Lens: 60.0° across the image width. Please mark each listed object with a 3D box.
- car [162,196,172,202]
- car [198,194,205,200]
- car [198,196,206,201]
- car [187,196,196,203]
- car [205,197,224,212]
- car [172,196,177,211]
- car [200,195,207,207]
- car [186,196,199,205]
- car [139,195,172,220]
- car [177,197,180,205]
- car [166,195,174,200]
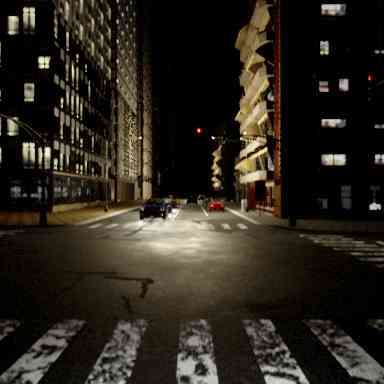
[{"bbox_3d":[-5.810,1.537,78.411,2.008,1.369,4.403,0,0,0],"label":"car"},{"bbox_3d":[2.552,1.431,89.721,1.967,1.590,4.097,0,0,0],"label":"car"},{"bbox_3d":[2.561,1.570,84.073,1.802,1.307,4.206,0,0,0],"label":"car"},{"bbox_3d":[-0.106,1.537,70.271,1.994,1.385,4.181,0,0,0],"label":"car"},{"bbox_3d":[2.685,1.566,37.264,1.802,1.307,4.206,0,0,0],"label":"car"},{"bbox_3d":[-3.152,1.476,37.221,2.128,1.511,4.902,0,0,0],"label":"car"},{"bbox_3d":[2.614,1.534,50.181,2.008,1.369,4.403,0,0,0],"label":"car"},{"bbox_3d":[0.010,1.547,60.229,1.994,1.385,4.181,0,0,0],"label":"car"},{"bbox_3d":[-3.138,1.338,28.173,2.097,1.767,4.553,0,0,0],"label":"car"},{"bbox_3d":[-3.146,1.584,46.478,1.895,1.301,4.718,0,0,0],"label":"car"},{"bbox_3d":[-5.828,1.536,89.708,1.887,1.381,4.507,0,0,0],"label":"car"}]
